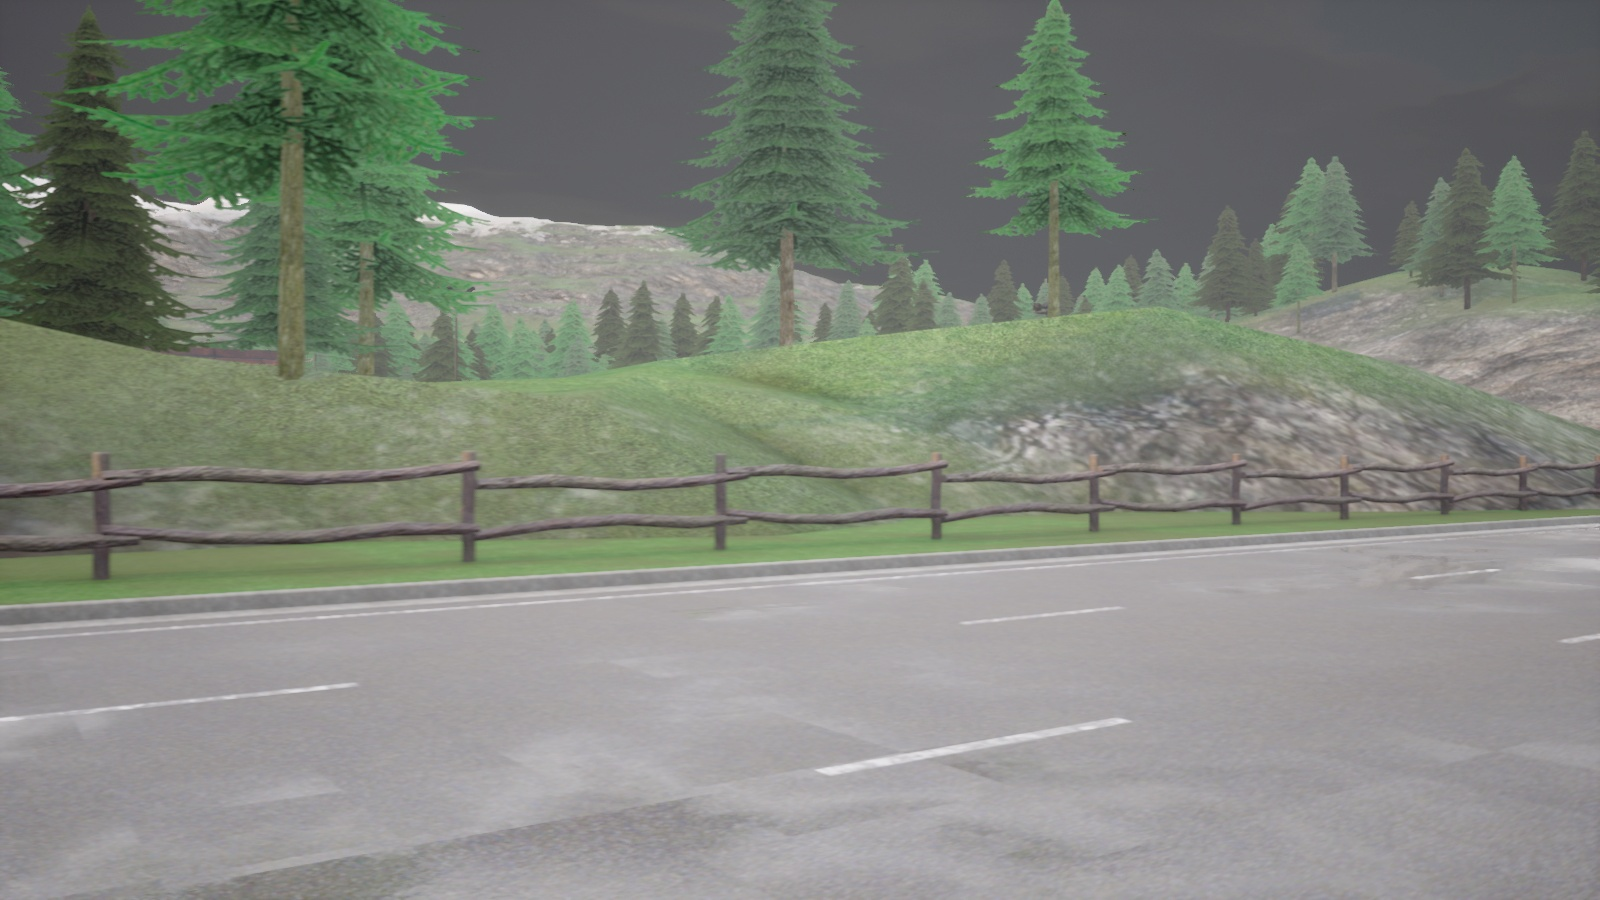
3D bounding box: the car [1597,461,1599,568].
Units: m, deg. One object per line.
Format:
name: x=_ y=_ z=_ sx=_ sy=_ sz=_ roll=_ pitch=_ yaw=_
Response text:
car: x=12.677 y=0.841 z=16.746 sx=4.181 sy=1.385 sz=1.994 roll=0 pitch=0 yaw=-35
